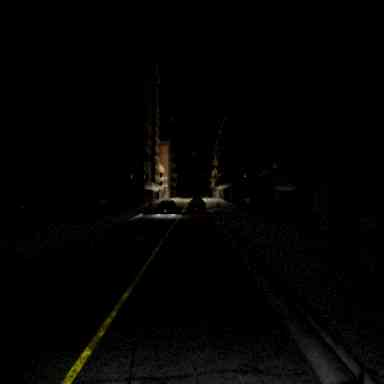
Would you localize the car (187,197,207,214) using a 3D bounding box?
[{"bbox_3d":[0.512,1.445,34.615,1.882,1.535,5.008,0,0,1],"label":"car"}]

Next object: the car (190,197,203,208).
[{"bbox_3d":[0.671,1.488,47.539,1.812,1.442,4.674,0,0,1],"label":"car"}]

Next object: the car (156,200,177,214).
[{"bbox_3d":[-2.581,1.505,35.199,2.033,1.411,5.357,0,0,1],"label":"car"}]
